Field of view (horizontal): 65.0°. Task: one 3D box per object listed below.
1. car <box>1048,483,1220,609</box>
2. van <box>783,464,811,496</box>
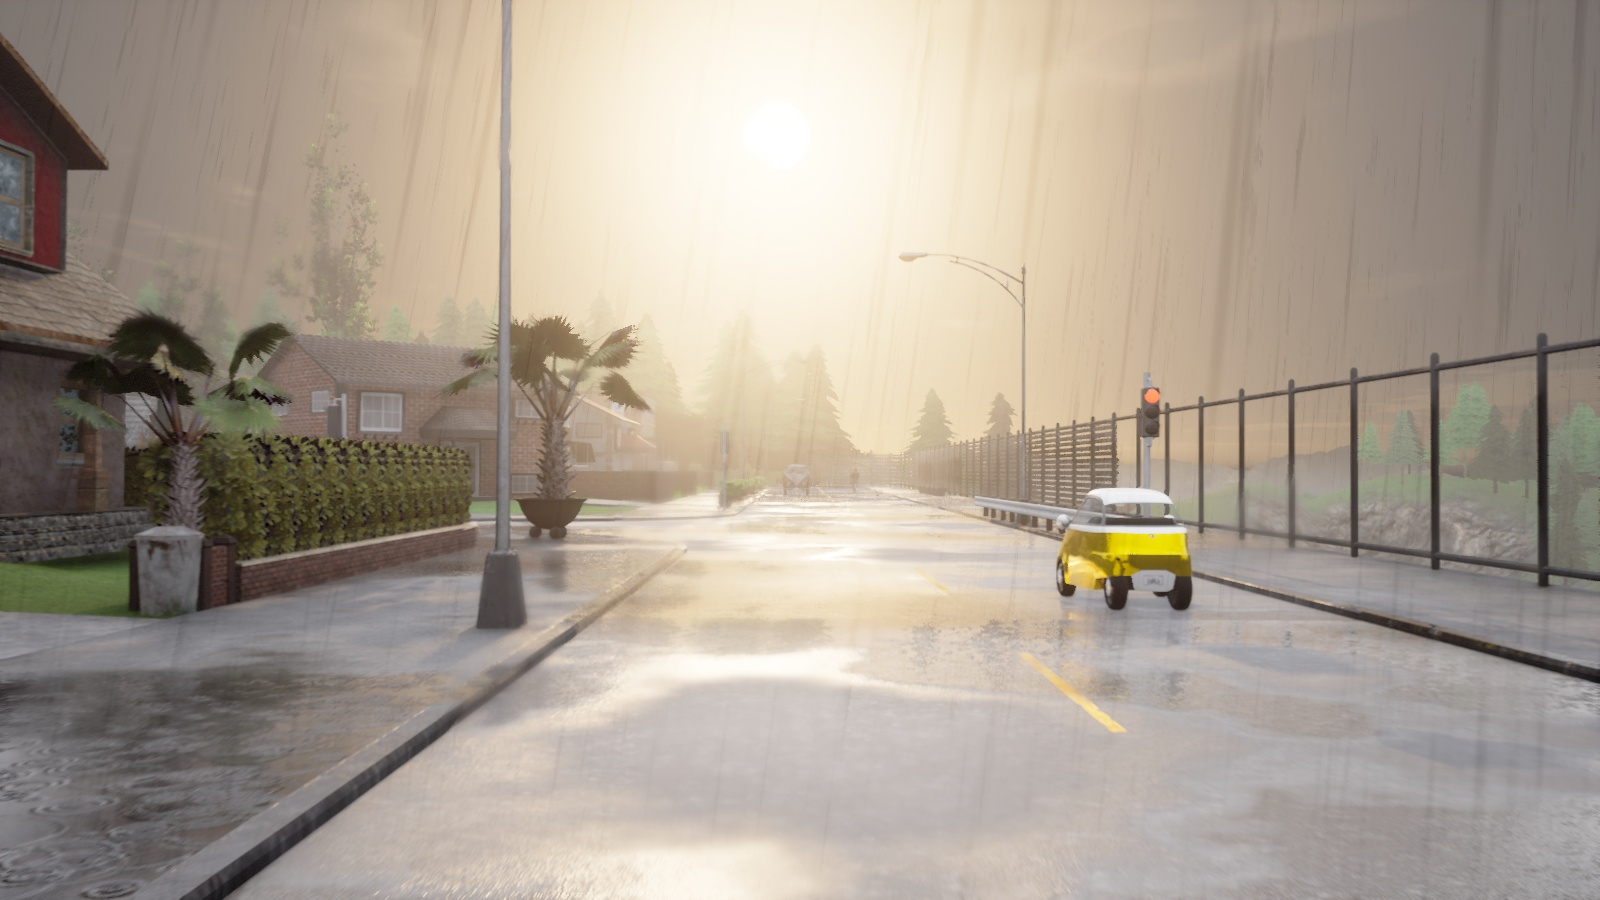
[{"bbox_3d":[3.964,1.109,15.201,1.481,1.376,2.207,0,-1,0],"label":"car"},{"bbox_3d":[-0.220,1.953,82.483,1.775,1.987,4.442,0,-1,0],"label":"van"}]
